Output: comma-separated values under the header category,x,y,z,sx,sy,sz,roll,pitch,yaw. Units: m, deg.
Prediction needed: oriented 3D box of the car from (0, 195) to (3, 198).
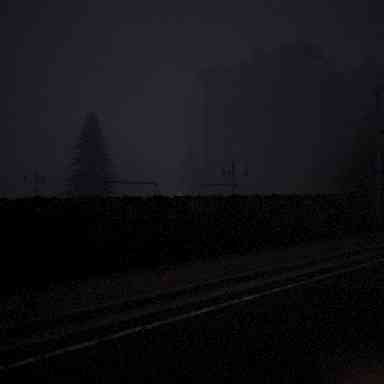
category,x,y,z,sx,sy,sz,roll,pitch,yaw
car,-40.344,1.374,67.378,3.633,1.501,1.845,0,0,-38
